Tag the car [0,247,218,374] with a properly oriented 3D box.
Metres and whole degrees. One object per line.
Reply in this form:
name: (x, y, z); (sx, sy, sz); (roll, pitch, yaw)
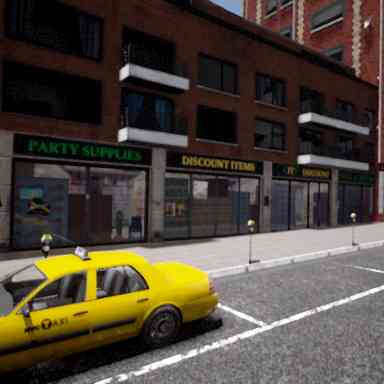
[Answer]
car: (-1.844, 1.525, 4.755); (4.829, 1.417, 1.752); (0, 2, -35)
